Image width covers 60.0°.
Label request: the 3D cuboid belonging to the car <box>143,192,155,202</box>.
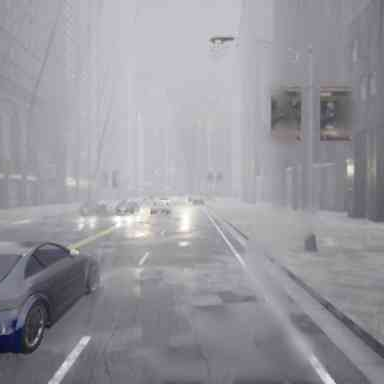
[{"bbox_3d":[-9.777,1.125,75.901,2.150,2.045,5.566,0,0,0],"label":"car"}]

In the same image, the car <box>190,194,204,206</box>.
[{"bbox_3d":[1.117,1.546,58.082,1.882,1.535,5.008,0,0,0],"label":"car"}]

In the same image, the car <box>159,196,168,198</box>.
[{"bbox_3d":[-6.527,1.495,75.901,1.895,1.301,4.718,0,0,0],"label":"car"}]

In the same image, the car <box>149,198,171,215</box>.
[{"bbox_3d":[-3.162,1.636,34.698,1.895,1.301,4.718,0,0,0],"label":"car"}]

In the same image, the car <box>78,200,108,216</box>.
[{"bbox_3d":[-9.846,1.525,33.378,2.128,1.511,4.902,0,0,0],"label":"car"}]

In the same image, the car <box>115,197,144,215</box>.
[{"bbox_3d":[-6.596,1.526,34.184,2.128,1.511,4.902,0,0,0],"label":"car"}]

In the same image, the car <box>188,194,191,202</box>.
[{"bbox_3d":[-0.028,1.653,77.489,1.994,1.385,4.181,0,0,0],"label":"car"}]

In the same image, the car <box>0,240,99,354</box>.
[{"bbox_3d":[-3.151,1.570,6.107,1.994,1.385,4.181,0,0,0],"label":"car"}]
